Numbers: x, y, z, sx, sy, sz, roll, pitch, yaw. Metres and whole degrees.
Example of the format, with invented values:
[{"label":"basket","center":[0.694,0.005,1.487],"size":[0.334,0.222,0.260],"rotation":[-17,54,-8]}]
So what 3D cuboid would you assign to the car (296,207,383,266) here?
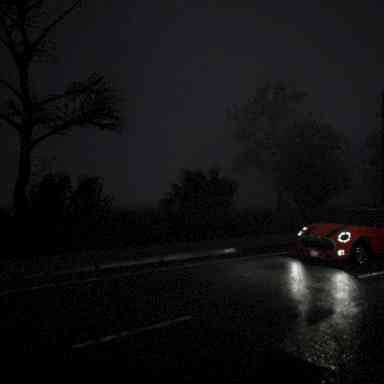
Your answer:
[{"label":"car","center":[5.765,1.329,11.451],"size":[4.553,1.767,2.097],"rotation":[0,0,-29]}]
